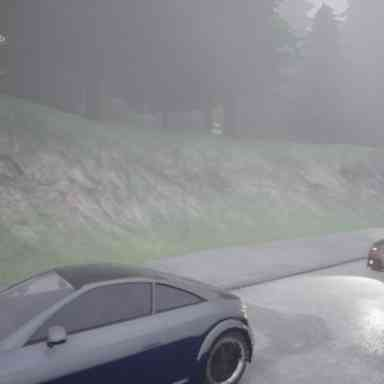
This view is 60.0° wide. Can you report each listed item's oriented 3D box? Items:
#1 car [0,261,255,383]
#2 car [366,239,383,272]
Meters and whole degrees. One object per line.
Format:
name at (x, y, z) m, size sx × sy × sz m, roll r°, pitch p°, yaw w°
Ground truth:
car at (-1.286, 1.564, 3.675) m, size 4.181 × 1.385 × 1.994 m, roll 0°, pitch 0°, yaw -35°
car at (6.821, 1.563, 9.457) m, size 4.181 × 1.385 × 1.994 m, roll 0°, pitch 0°, yaw -35°
